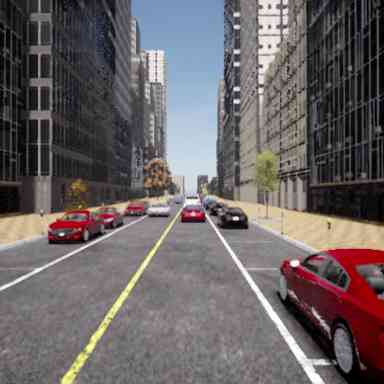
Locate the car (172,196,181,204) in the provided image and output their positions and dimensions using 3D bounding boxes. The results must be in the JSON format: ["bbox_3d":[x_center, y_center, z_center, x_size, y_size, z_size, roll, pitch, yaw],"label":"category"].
[{"bbox_3d":[-2.988,1.818,73.276,2.033,1.411,5.357,0,0,0],"label":"car"}]

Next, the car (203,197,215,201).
[{"bbox_3d":[2.700,1.757,45.229,1.947,1.339,4.313,0,0,0],"label":"car"}]

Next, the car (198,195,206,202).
[{"bbox_3d":[2.709,1.651,90.768,2.192,1.841,5.009,0,0,0],"label":"car"}]

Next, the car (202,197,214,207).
[{"bbox_3d":[2.703,1.671,56.615,1.967,1.590,4.097,0,0,0],"label":"car"}]

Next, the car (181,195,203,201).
[{"bbox_3d":[0.054,1.411,44.562,2.150,2.045,5.566,0,0,1],"label":"car"}]

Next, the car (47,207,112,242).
[{"bbox_3d":[-5.685,1.621,16.776,1.887,1.381,4.507,0,0,0],"label":"car"}]

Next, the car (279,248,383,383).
[{"bbox_3d":[2.693,1.571,5.384,1.887,1.381,4.507,0,0,0],"label":"car"}]

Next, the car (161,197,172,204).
[{"bbox_3d":[-5.676,1.837,73.704,2.008,1.369,4.403,0,0,0],"label":"car"}]

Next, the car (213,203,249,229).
[{"bbox_3d":[2.696,1.667,22.461,1.947,1.339,4.313,0,0,0],"label":"car"}]

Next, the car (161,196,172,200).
[{"bbox_3d":[-5.676,1.793,67.840,1.752,1.417,4.829,0,0,0],"label":"car"}]

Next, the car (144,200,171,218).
[{"bbox_3d":[-3.094,1.740,31.825,1.895,1.301,4.718,0,0,0],"label":"car"}]

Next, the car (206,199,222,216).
[{"bbox_3d":[2.698,1.713,33.845,1.947,1.339,4.313,0,0,0],"label":"car"}]

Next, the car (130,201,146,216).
[{"bbox_3d":[-5.682,1.692,33.855,1.887,1.381,4.507,0,0,0],"label":"car"}]

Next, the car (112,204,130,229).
[{"bbox_3d":[-5.685,1.683,22.470,1.802,1.307,4.206,0,0,0],"label":"car"}]

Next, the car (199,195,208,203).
[{"bbox_3d":[2.707,1.618,79.383,2.192,1.841,5.009,0,0,0],"label":"car"}]

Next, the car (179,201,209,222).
[{"bbox_3d":[0.100,1.686,27.662,1.994,1.385,4.181,0,0,0],"label":"car"}]

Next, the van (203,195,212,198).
[{"bbox_3d":[2.702,1.553,50.924,1.690,1.788,3.998,0,0,0],"label":"van"}]

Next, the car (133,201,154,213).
[{"bbox_3d":[-5.682,1.735,39.547,1.947,1.339,4.313,0,0,0],"label":"car"}]
